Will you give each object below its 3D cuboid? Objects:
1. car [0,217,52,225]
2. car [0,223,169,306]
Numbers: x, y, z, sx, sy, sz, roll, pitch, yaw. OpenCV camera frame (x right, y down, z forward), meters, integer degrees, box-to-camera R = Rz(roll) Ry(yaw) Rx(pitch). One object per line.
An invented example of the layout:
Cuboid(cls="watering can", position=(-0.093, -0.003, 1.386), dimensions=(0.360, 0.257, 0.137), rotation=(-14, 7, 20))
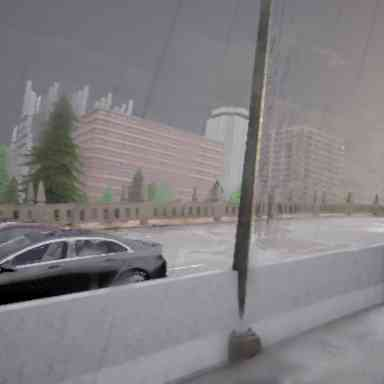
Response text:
Cuboid(cls="car", position=(-4.941, 1.537, 9.066), dimensions=(4.674, 1.442, 1.812), rotation=(1, 0, -35))
Cuboid(cls="car", position=(-2.779, 1.504, 6.308), dimensions=(4.902, 1.511, 2.128), rotation=(1, 0, -35))
